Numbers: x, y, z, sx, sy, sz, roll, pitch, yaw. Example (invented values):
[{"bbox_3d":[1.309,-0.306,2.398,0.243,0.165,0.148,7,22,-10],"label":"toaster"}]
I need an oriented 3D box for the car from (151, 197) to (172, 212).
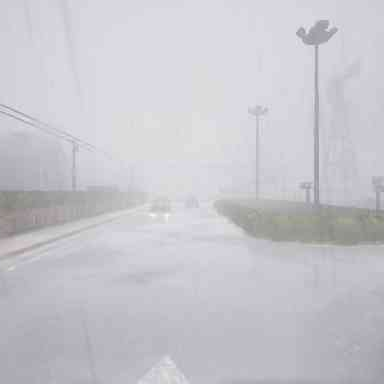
[{"bbox_3d":[-3.500,1.396,38.280,2.097,1.767,4.553,0,0,0],"label":"car"}]

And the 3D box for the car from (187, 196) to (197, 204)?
[{"bbox_3d":[0.000,1.505,63.250,1.837,1.490,4.892,0,0,0],"label":"car"}]

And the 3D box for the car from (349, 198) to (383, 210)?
[{"bbox_3d":[22.139,1.509,42.375,3.905,1.438,1.784,0,0,0],"label":"car"}]

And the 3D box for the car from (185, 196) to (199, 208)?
[{"bbox_3d":[0.000,1.486,48.250,2.128,1.511,4.902,0,0,0],"label":"car"}]
